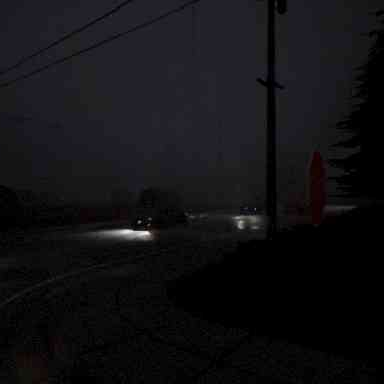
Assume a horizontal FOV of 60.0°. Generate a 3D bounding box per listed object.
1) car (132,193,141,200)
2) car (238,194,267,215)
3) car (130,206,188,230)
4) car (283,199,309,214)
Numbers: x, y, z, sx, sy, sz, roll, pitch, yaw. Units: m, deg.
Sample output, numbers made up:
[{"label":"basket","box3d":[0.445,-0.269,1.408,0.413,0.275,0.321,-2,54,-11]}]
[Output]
[{"label":"car","box3d":[-14.523,1.177,86.999,3.866,1.878,1.905,-2,6,-11]},{"label":"car","box3d":[6.855,1.264,35.235,2.150,2.045,5.566,0,0,33]},{"label":"car","box3d":[-2.049,1.605,21.403,1.994,1.385,4.181,0,0,33]},{"label":"car","box3d":[11.120,1.517,35.038,1.882,1.535,5.008,0,0,33]}]
